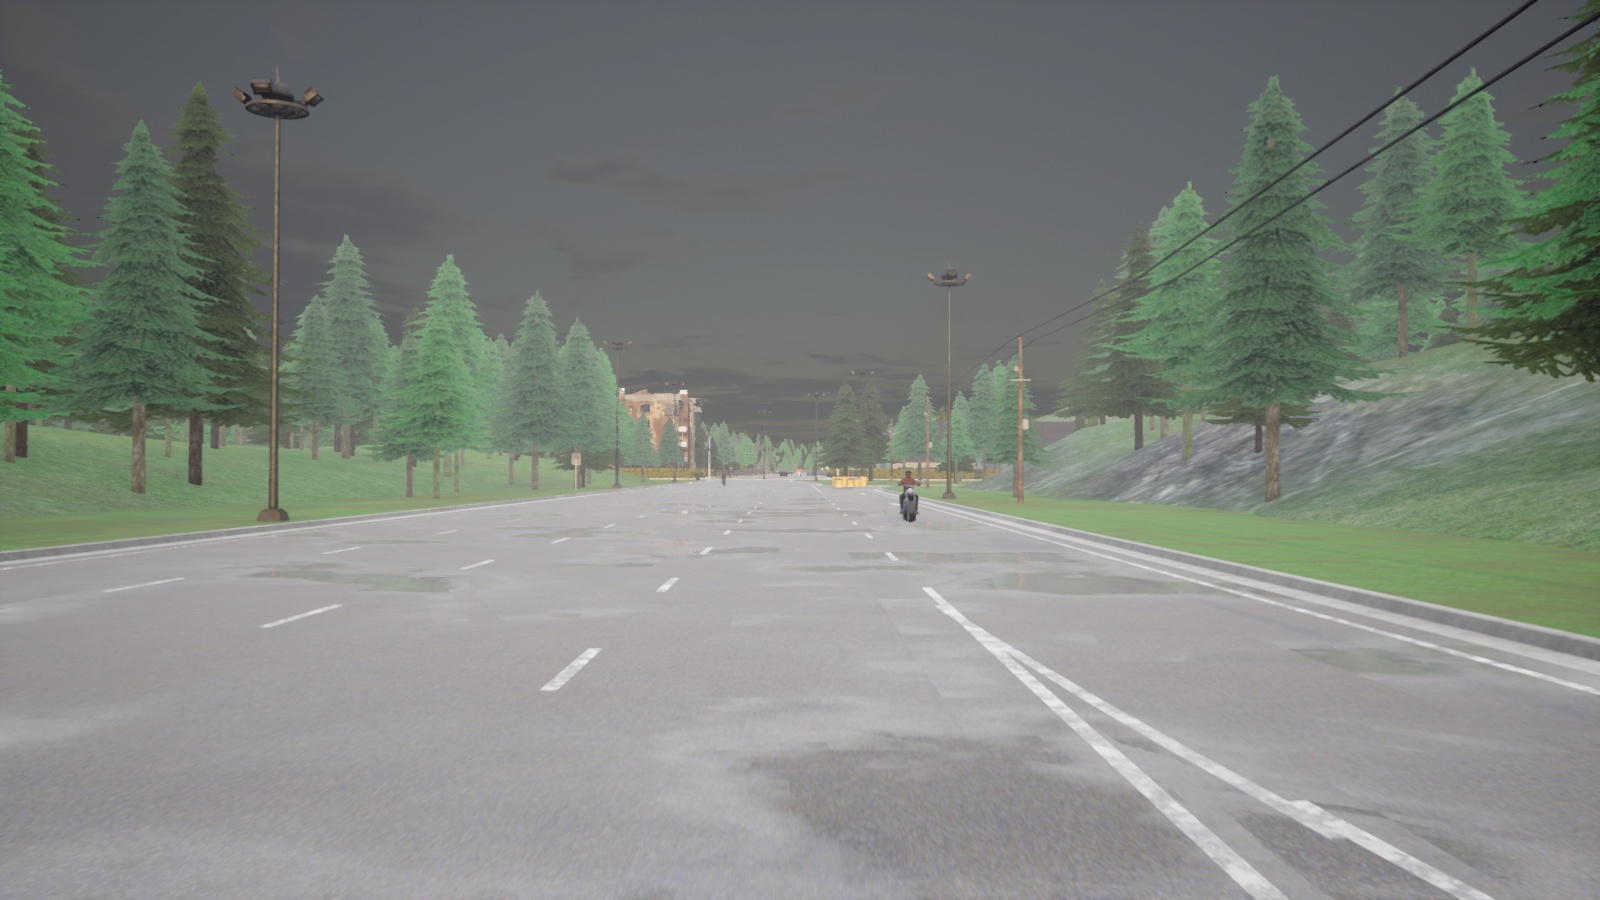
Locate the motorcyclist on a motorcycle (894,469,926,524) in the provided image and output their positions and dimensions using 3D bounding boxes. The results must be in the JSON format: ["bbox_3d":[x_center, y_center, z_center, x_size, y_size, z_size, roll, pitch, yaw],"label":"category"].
[{"bbox_3d":[3.405,1.404,39.004,0.766,1.649,2.350,0,-1,0],"label":"motorcyclist on a motorcycle"}]
